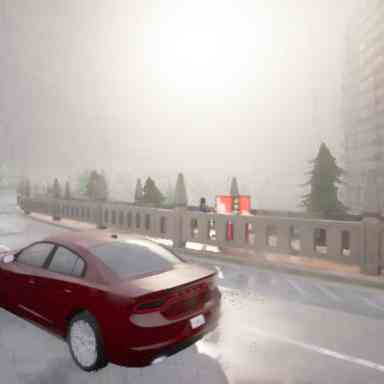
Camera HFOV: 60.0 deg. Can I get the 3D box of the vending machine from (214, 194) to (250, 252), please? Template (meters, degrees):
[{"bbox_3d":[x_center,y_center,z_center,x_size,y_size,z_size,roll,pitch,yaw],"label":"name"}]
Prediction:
[{"bbox_3d":[1.559,1.122,12.821,0.880,2.100,1.100,1,1,41],"label":"vending machine"}]

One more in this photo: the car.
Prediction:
[{"bbox_3d":[-1.856,1.407,5.670,5.008,1.535,1.882,1,1,39],"label":"car"}]

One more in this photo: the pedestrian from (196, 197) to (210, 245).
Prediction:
[{"bbox_3d":[0.400,1.052,12.617,0.375,1.860,0.375,1,1,41],"label":"pedestrian"}]
